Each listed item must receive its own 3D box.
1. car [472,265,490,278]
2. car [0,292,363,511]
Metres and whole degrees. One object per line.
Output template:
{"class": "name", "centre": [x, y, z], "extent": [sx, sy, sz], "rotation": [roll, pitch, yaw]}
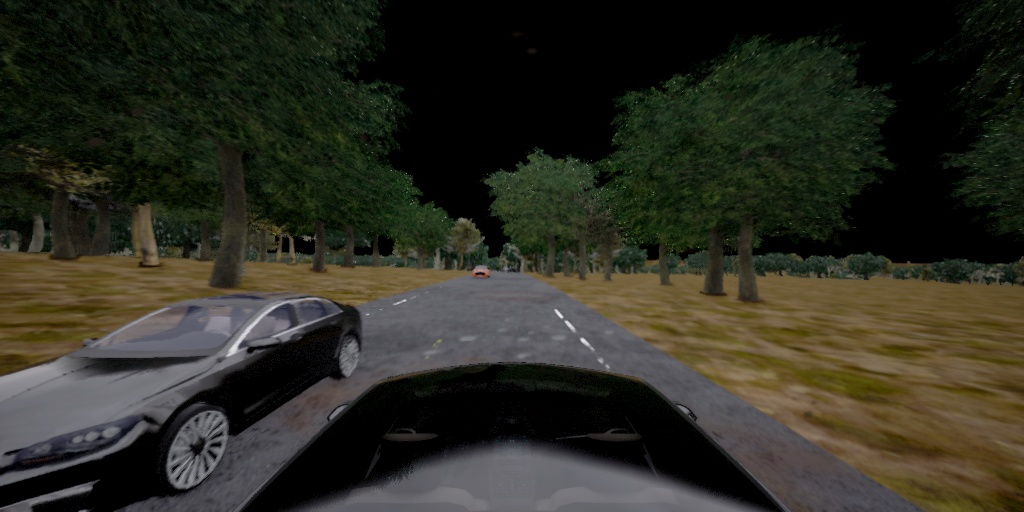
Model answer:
{"class": "car", "centre": [-3.906, 1.920, 45.952], "extent": [2.097, 1.767, 4.553], "rotation": [0, -1, -1]}
{"class": "car", "centre": [-3.604, 1.271, 4.585], "extent": [2.128, 1.511, 4.902], "rotation": [0, -1, 0]}
